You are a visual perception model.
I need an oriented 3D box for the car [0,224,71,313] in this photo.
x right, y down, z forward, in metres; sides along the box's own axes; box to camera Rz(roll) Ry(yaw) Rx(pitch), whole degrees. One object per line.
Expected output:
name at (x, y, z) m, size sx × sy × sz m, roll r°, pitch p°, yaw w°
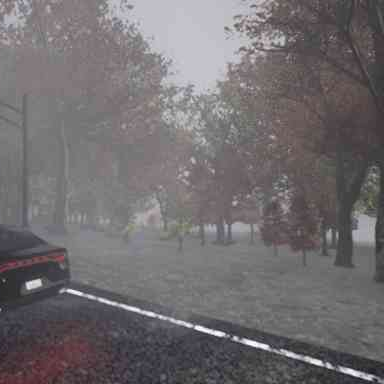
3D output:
car at (-4.609, 1.421, 6.940) m, size 5.008 × 1.535 × 1.882 m, roll -1°, pitch 2°, yaw 36°
